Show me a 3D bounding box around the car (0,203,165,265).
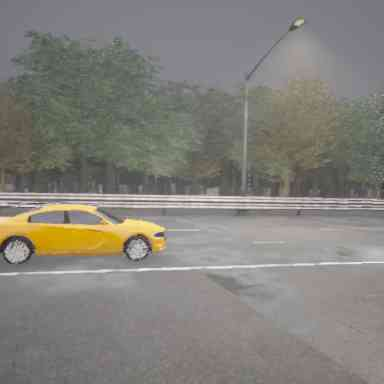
[{"bbox_3d":[-3.267,1.108,9.722,5.008,1.535,1.882,1,1,-13],"label":"car"}]
